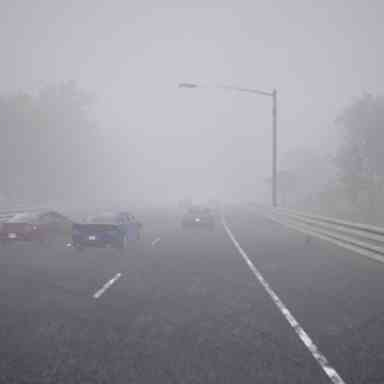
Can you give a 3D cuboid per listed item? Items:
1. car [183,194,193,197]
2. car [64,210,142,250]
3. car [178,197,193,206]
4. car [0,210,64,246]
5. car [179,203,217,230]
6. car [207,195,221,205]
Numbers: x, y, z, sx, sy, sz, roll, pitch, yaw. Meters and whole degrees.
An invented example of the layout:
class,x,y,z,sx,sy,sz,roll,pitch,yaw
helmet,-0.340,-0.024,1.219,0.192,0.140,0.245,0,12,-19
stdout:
class,x,y,z,sx,sy,sz,roll,pitch,yaw
car,-1.009,1.504,78.849,2.150,2.045,5.566,0,0,8
car,-3.470,1.507,14.471,1.882,1.535,5.008,0,0,3
car,-0.854,1.763,50.041,1.895,1.301,4.718,0,0,6
car,-6.923,1.543,15.350,1.812,1.442,4.674,0,0,3
car,0.465,1.635,22.031,1.994,1.385,4.181,0,0,4
car,3.746,1.746,60.128,1.812,1.442,4.674,0,0,6
